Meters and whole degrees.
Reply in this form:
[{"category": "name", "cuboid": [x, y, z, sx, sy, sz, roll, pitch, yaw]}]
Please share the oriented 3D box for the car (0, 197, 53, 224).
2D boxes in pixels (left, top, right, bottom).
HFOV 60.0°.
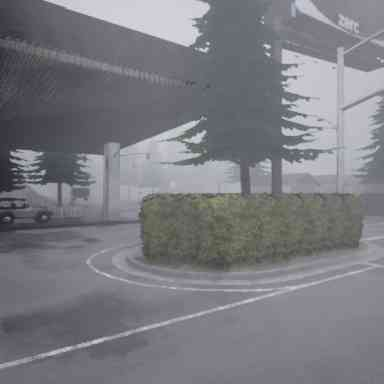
[{"category": "car", "cuboid": [-12.003, 1.311, 23.463, 3.866, 1.878, 1.905, 0, 0, -36]}]
